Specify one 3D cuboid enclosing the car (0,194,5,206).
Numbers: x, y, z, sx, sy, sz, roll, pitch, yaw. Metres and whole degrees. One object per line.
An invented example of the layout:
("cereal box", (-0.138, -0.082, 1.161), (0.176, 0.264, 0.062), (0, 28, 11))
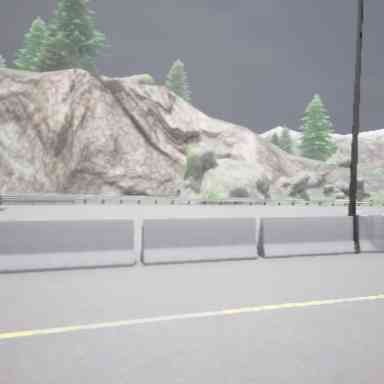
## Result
("car", (-14.748, 0.422, 20.686), (5.357, 1.411, 2.033), (1, 2, -21))
